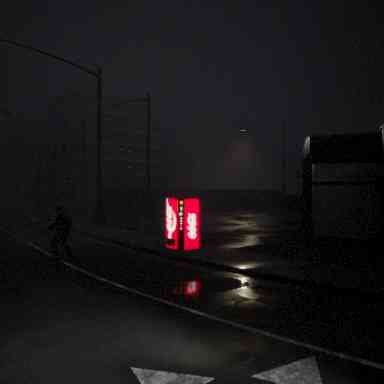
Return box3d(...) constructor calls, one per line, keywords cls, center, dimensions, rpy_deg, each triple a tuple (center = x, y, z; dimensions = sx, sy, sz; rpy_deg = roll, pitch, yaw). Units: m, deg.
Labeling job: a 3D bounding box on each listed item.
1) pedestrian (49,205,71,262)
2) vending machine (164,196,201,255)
box3d(cls="pedestrian", center=(-4.146, 1.293, 10.447), dimensions=(0.375, 1.860, 0.375), rpy_deg=(0, 0, -39))
box3d(cls="vending machine", center=(-0.354, 1.195, 12.567), dimensions=(1.100, 2.100, 0.880), rpy_deg=(0, 0, -40))
